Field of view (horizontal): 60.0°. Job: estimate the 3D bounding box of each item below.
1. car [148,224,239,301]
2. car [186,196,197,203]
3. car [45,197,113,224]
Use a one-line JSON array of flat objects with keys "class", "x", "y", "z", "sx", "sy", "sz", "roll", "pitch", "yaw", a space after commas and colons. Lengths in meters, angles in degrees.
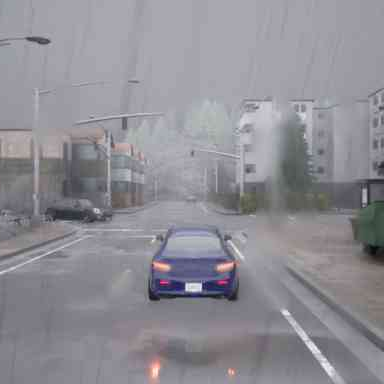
[{"class": "car", "x": 0.042, "y": 1.526, "z": 8.207, "sx": 1.812, "sy": 1.442, "sz": 4.674, "roll": 0, "pitch": 0, "yaw": 0}, {"class": "car", "x": -0.127, "y": 1.525, "z": 66.849, "sx": 1.812, "sy": 1.442, "sz": 4.674, "roll": 0, "pitch": 0, "yaw": 0}, {"class": "car", "x": -7.752, "y": 1.198, "z": 23.003, "sx": 4.553, "sy": 1.767, "sz": 2.097, "roll": 1, "pitch": 0, "yaw": 18}]
